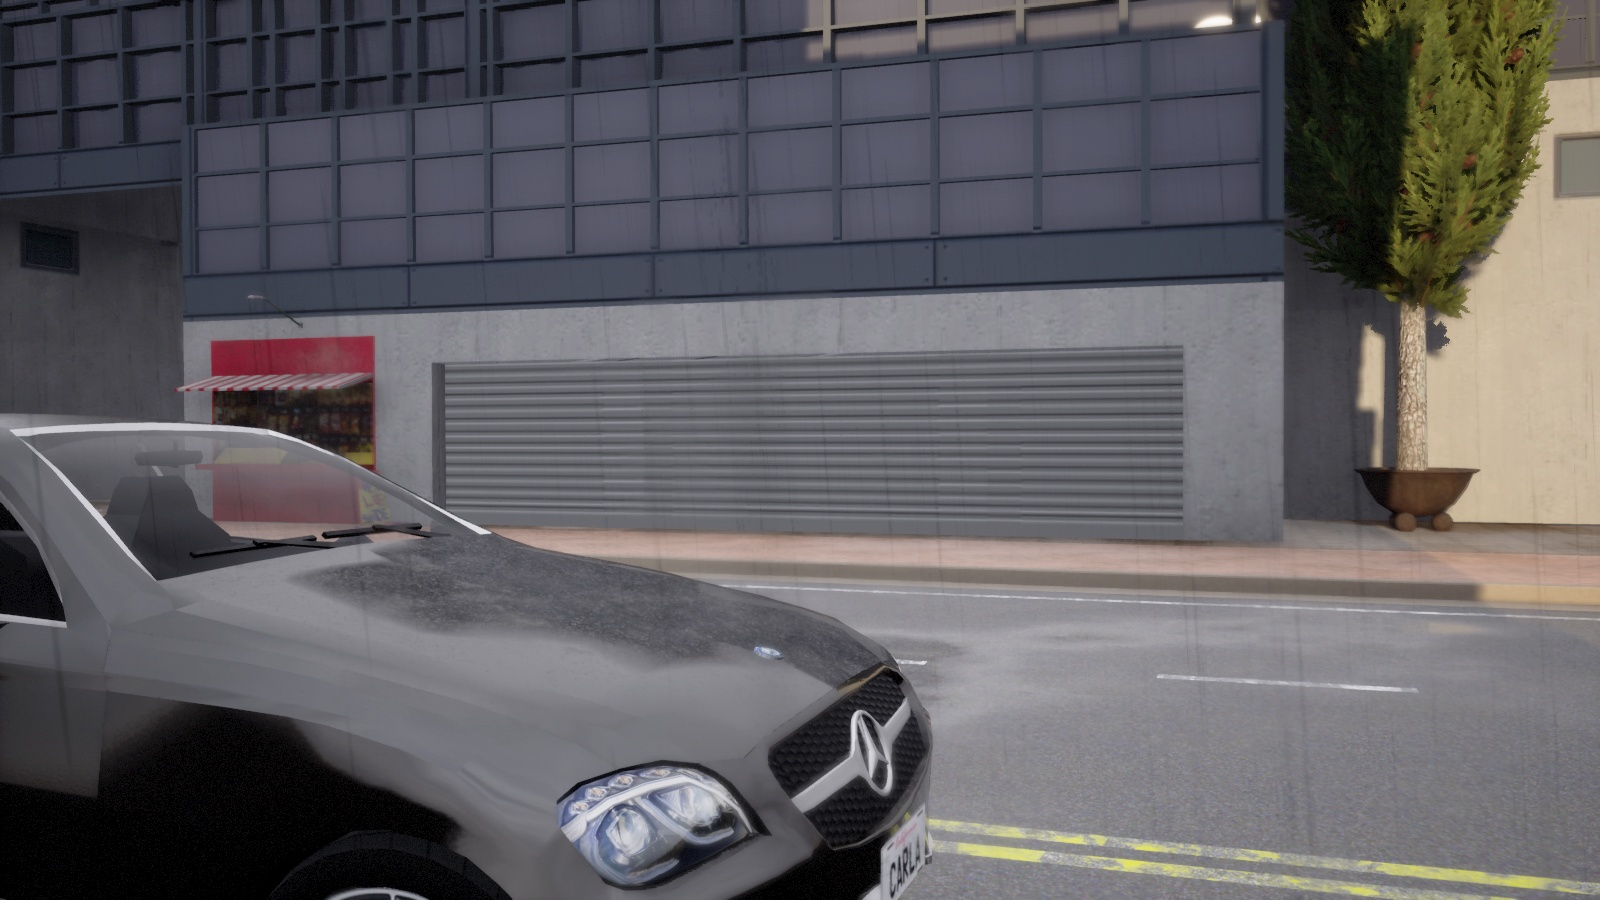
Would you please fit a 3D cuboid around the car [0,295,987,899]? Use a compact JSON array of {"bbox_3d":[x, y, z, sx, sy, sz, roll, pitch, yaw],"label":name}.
[{"bbox_3d":[-2.120,0.535,3.904,5.027,1.651,2.152,1,1,19],"label":"car"}]
